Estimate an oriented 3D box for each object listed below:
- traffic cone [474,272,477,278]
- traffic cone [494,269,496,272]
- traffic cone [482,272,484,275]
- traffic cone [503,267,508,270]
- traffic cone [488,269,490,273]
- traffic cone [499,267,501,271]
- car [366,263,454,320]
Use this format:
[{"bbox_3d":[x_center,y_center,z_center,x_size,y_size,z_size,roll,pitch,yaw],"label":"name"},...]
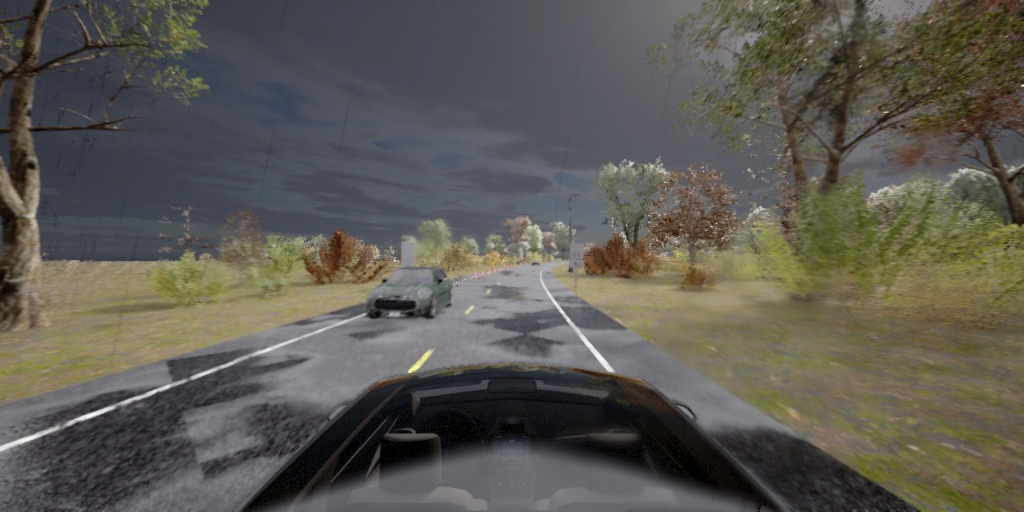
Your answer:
[{"bbox_3d":[-3.741,1.909,36.670,0.340,0.580,0.340,0,0,4],"label":"traffic cone"},{"bbox_3d":[-2.484,1.998,51.711,0.340,0.580,0.340,0,0,6],"label":"traffic cone"},{"bbox_3d":[-3.373,1.939,41.688,0.340,0.580,0.340,0,0,4],"label":"traffic cone"},{"bbox_3d":[-1.396,2.053,61.715,0.340,0.580,0.340,0,0,7],"label":"traffic cone"},{"bbox_3d":[-2.953,1.969,46.701,0.340,0.580,0.340,0,0,5],"label":"traffic cone"},{"bbox_3d":[-1.965,2.026,56.716,0.340,0.580,0.340,0,0,6],"label":"traffic cone"},{"bbox_3d":[-3.459,1.160,12.948,2.097,1.767,4.553,0,0,1],"label":"car"}]
